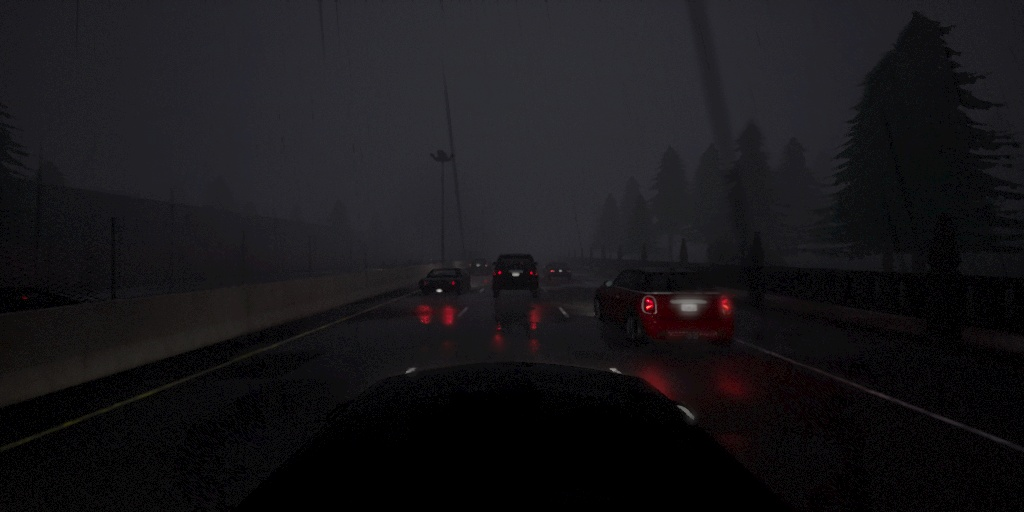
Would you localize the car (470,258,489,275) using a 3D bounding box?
[{"bbox_3d":[-3.243,0.960,36.718,2.097,1.767,4.553,0,0,0],"label":"car"}]

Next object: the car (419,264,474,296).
[{"bbox_3d":[-3.325,1.282,18.695,1.895,1.301,4.718,0,0,0],"label":"car"}]

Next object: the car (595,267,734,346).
[{"bbox_3d":[3.632,1.072,9.451,2.097,1.767,4.553,0,0,0],"label":"car"}]

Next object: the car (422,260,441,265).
[{"bbox_3d":[-10.370,1.158,49.051,1.895,1.301,4.718,0,0,0],"label":"car"}]

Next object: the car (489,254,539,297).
[{"bbox_3d":[0.175,0.905,18.582,2.150,2.045,5.566,0,0,0],"label":"car"}]

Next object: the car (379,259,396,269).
[{"bbox_3d":[-17.354,1.111,50.964,1.994,1.385,4.181,0,0,1],"label":"car"}]

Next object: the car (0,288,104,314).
[{"bbox_3d":[-10.580,1.327,6.710,1.895,1.301,4.718,0,0,0],"label":"car"}]

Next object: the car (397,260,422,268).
[{"bbox_3d":[-13.866,1.154,49.824,1.895,1.301,4.718,0,0,1],"label":"car"}]

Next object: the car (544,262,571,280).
[{"bbox_3d":[3.726,1.186,29.885,2.033,1.411,5.357,0,0,0],"label":"car"}]
